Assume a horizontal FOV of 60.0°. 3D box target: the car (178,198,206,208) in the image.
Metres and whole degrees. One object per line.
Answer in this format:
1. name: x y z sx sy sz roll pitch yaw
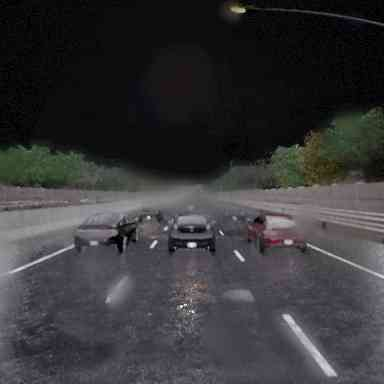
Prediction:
1. car: 0.005 1.501 29.007 2.150 2.045 5.566 0 0 0

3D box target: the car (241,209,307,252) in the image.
1. car: 3.507 1.665 14.378 1.812 1.442 4.674 0 0 0

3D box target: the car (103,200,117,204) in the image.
1. car: -17.490 2.313 70.950 1.895 1.301 4.718 0 -1 0

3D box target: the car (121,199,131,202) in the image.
1. car: -13.990 2.219 70.981 1.837 1.490 4.892 0 -1 0

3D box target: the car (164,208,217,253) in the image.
1. car: 0.006 1.647 14.313 1.837 1.490 4.892 0 0 0

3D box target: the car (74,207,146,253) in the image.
1. car: -3.494 1.631 14.295 2.128 1.511 4.902 0 0 0

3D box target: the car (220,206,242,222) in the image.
1. car: 3.506 1.887 29.100 1.895 1.301 4.718 0 -1 0

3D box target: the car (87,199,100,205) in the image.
1. car: -20.990 2.271 70.981 1.994 1.385 4.181 0 -1 0

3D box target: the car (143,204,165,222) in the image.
1. car: -3.492 1.795 29.303 1.837 1.490 4.892 0 0 0
